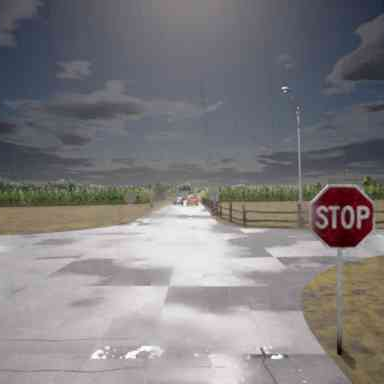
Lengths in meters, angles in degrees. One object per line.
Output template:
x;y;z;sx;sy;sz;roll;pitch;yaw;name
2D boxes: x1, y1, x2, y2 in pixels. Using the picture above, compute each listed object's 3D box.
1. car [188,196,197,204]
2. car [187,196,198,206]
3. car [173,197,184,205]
0.128;1.691;71.298;1.837;1.490;4.892;0;-1;0;car
0.109;1.624;61.262;2.097;1.767;4.553;0;0;0;car
-2.633;1.798;65.468;2.128;1.511;4.902;0;0;0;car
